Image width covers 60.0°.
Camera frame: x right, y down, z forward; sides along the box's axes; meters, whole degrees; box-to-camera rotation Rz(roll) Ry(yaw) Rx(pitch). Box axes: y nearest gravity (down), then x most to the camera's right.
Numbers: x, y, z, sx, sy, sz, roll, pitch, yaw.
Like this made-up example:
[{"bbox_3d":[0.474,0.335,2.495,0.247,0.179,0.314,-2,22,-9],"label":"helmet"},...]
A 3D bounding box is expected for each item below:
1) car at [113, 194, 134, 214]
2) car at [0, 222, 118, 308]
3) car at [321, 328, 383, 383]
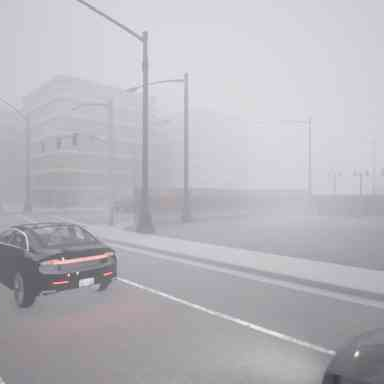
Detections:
[{"bbox_3d":[-5.825,1.222,35.468,5.566,2.045,2.150,0,0,-44],"label":"car"},{"bbox_3d":[-3.658,1.492,8.056,2.128,1.511,4.902,0,0,-43],"label":"car"},{"bbox_3d":[3.182,1.505,1.596,4.892,1.490,1.837,0,0,38],"label":"car"}]
